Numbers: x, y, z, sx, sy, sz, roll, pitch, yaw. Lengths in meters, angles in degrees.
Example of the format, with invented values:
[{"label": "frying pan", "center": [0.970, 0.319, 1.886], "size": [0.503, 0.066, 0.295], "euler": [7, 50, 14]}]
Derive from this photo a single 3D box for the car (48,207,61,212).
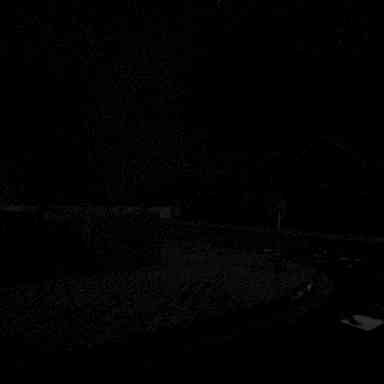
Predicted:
[{"label": "car", "center": [-19.567, 2.861, 46.178], "size": [1.837, 1.490, 4.892], "euler": [1, -3, -39]}]
